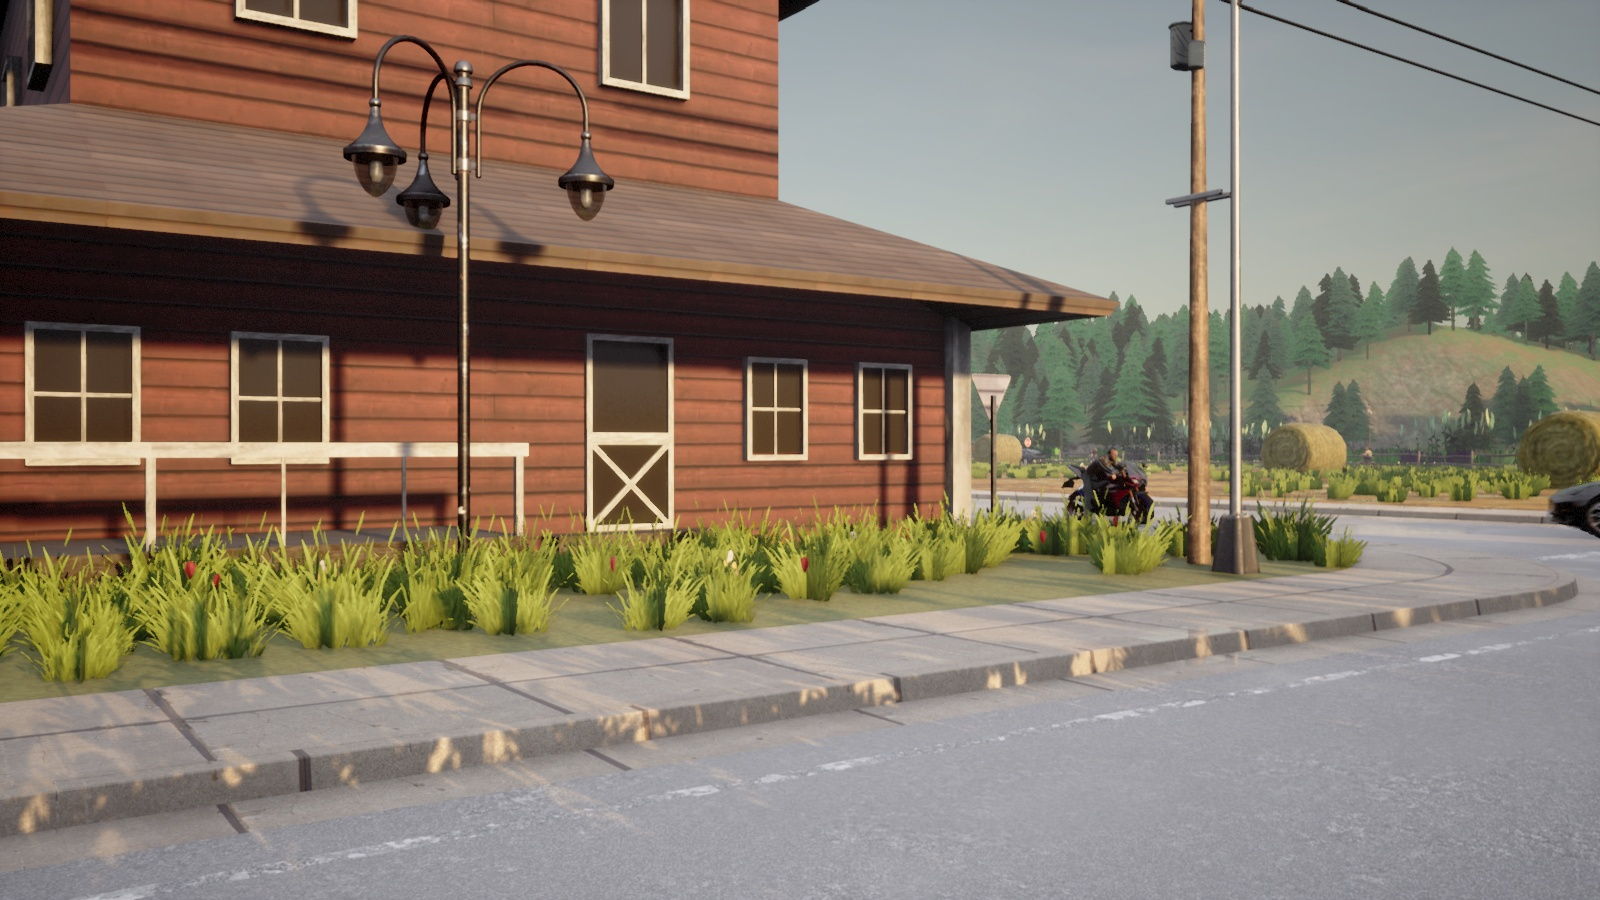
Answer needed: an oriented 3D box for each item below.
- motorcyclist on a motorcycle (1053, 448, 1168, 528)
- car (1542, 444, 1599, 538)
[{"bbox_3d":[6.201,0.722,25.173,0.866,1.530,2.191,0,0,-36],"label":"motorcyclist on a motorcycle"},{"bbox_3d":[14.768,0.645,20.139,4.792,1.488,2.163,0,0,26],"label":"car"}]
